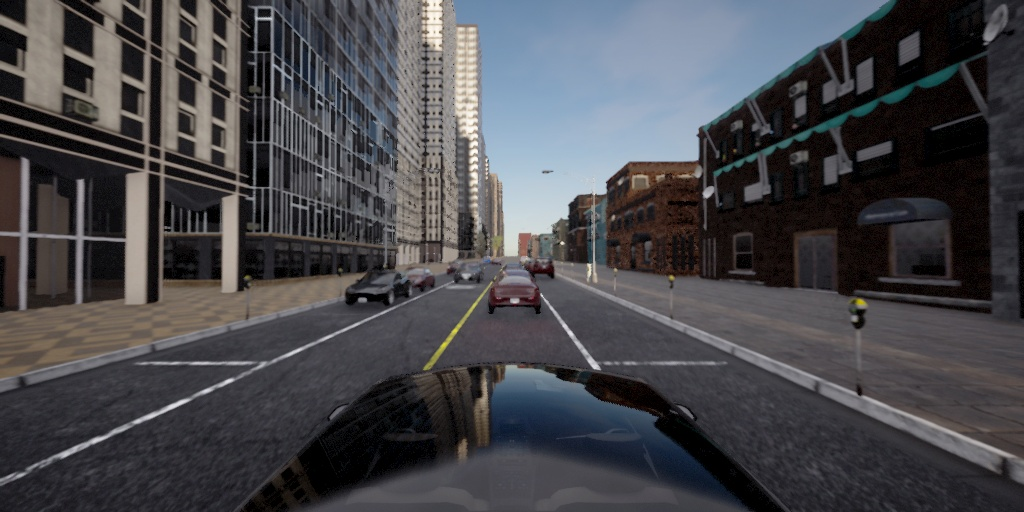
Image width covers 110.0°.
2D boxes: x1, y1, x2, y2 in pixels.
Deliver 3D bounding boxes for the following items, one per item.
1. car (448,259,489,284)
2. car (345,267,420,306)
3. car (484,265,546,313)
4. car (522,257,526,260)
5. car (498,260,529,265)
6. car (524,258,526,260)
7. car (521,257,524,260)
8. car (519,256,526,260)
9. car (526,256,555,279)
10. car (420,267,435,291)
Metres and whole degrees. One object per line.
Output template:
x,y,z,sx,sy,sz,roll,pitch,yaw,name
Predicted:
-3.102,1.206,26.717,2.128,1.511,4.902,0,0,0,car
-5.691,1.296,15.828,1.948,1.339,4.313,0,0,0,car
0.095,1.259,13.775,1.812,1.442,4.674,0,0,0,car
2.687,1.239,49.108,1.948,1.339,4.313,0,0,0,car
0.095,1.274,29.238,1.994,1.385,4.181,0,0,0,car
2.687,1.229,43.562,1.888,1.381,4.507,0,0,0,car
2.686,1.227,54.652,1.948,1.339,4.313,0,0,0,car
2.685,1.164,65.313,1.751,1.417,4.829,0,0,0,car
2.688,1.020,32.469,2.192,1.841,5.009,0,0,0,car
-5.692,1.304,21.373,1.802,1.307,4.207,0,0,0,car
